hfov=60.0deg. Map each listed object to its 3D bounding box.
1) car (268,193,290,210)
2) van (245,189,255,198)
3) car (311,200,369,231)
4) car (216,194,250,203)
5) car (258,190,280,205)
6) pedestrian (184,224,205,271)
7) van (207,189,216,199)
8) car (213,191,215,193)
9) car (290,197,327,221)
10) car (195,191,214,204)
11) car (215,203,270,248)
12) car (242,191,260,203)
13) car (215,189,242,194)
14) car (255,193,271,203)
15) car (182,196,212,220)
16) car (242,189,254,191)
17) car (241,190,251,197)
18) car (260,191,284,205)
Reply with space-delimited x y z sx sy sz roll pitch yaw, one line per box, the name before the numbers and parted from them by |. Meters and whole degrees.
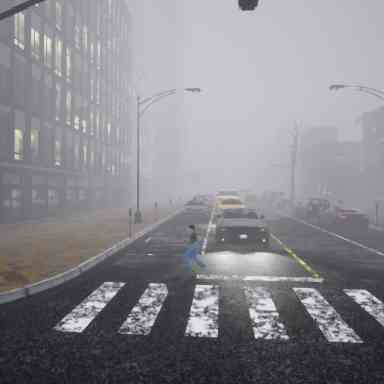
car | 9.559 1.096 34.808 2.008 1.369 4.403 1 1 5
van | 12.787 0.357 73.494 1.690 1.788 3.998 1 1 5
car | 8.176 1.338 18.226 1.802 1.307 4.206 1 1 5
car | 2.838 1.138 24.010 1.882 1.535 5.008 0 1 5
car | 10.485 0.715 45.860 2.192 1.841 5.009 1 1 5
pedestrian | 0.063 1.419 8.752 0.375 1.300 0.375 1 0 5
van | 3.976 0.393 68.662 1.690 1.788 3.998 1 1 5
car | 2.128 0.940 46.558 1.802 1.307 4.206 1 1 5
car | 8.639 1.127 23.754 1.967 1.590 4.097 1 1 5
car | 0.749 1.015 29.975 1.967 1.590 4.097 1 1 5
car | 1.980 1.353 13.679 1.994 1.385 4.181 0 1 5
car | 7.650 0.922 43.784 1.837 1.490 4.892 0 1 5
car | 3.739 0.746 34.657 2.150 2.045 5.566 0 1 5
car | 10.956 0.848 51.559 1.752 1.417 4.829 1 1 5
car | 0.286 1.226 24.451 1.802 1.307 4.206 1 1 5
car | 8.432 0.504 53.773 2.150 2.045 5.566 0 1 5
car | 13.707 0.297 84.548 1.967 1.590 4.097 1 1 5
car | 10.023 0.788 40.330 2.192 1.841 5.009 1 1 5
